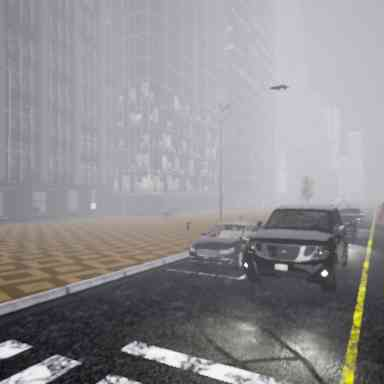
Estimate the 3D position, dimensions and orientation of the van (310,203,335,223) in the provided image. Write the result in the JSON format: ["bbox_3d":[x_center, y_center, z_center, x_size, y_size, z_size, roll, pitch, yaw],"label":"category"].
[{"bbox_3d":[12.467,1.942,31.604,1.690,1.788,3.998,-1,-2,29],"label":"van"}]

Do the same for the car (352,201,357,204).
[{"bbox_3d":[26.189,2.641,56.146,1.887,1.381,4.507,-2,-2,29],"label":"car"}]

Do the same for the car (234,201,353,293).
[{"bbox_3d":[3.383,1.414,10.014,2.150,2.045,5.566,0,-1,29],"label":"car"}]

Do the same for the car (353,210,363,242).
[{"bbox_3d":[8.270,1.923,18.734,1.994,1.385,4.181,0,-1,30],"label":"car"}]

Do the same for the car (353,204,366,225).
[{"bbox_3d":[13.187,2.035,27.529,1.837,1.490,4.892,0,-1,30],"label":"car"}]

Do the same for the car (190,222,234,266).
[{"bbox_3d":[1.493,1.771,11.959,2.008,1.369,4.403,-1,-2,29],"label":"car"}]

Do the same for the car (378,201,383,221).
[{"bbox_3d":[20.260,1.887,33.788,2.150,2.045,5.566,0,-1,30],"label":"car"}]

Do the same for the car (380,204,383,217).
[{"bbox_3d":[25.657,2.367,43.501,1.837,1.490,4.892,0,-1,29],"label":"car"}]

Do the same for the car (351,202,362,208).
[{"bbox_3d":[39.909,3.160,80.693,2.008,1.369,4.403,-2,-2,29],"label":"car"}]

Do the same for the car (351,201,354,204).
[{"bbox_3d":[23.362,2.518,51.089,1.752,1.417,4.829,-2,-2,29],"label":"car"}]

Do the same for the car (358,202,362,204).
[{"bbox_3d":[34.420,2.947,70.873,1.887,1.381,4.507,-2,-2,29],"label":"car"}]

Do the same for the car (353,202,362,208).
[{"bbox_3d":[42.652,3.265,85.602,2.008,1.369,4.403,-2,-2,29],"label":"car"}]
